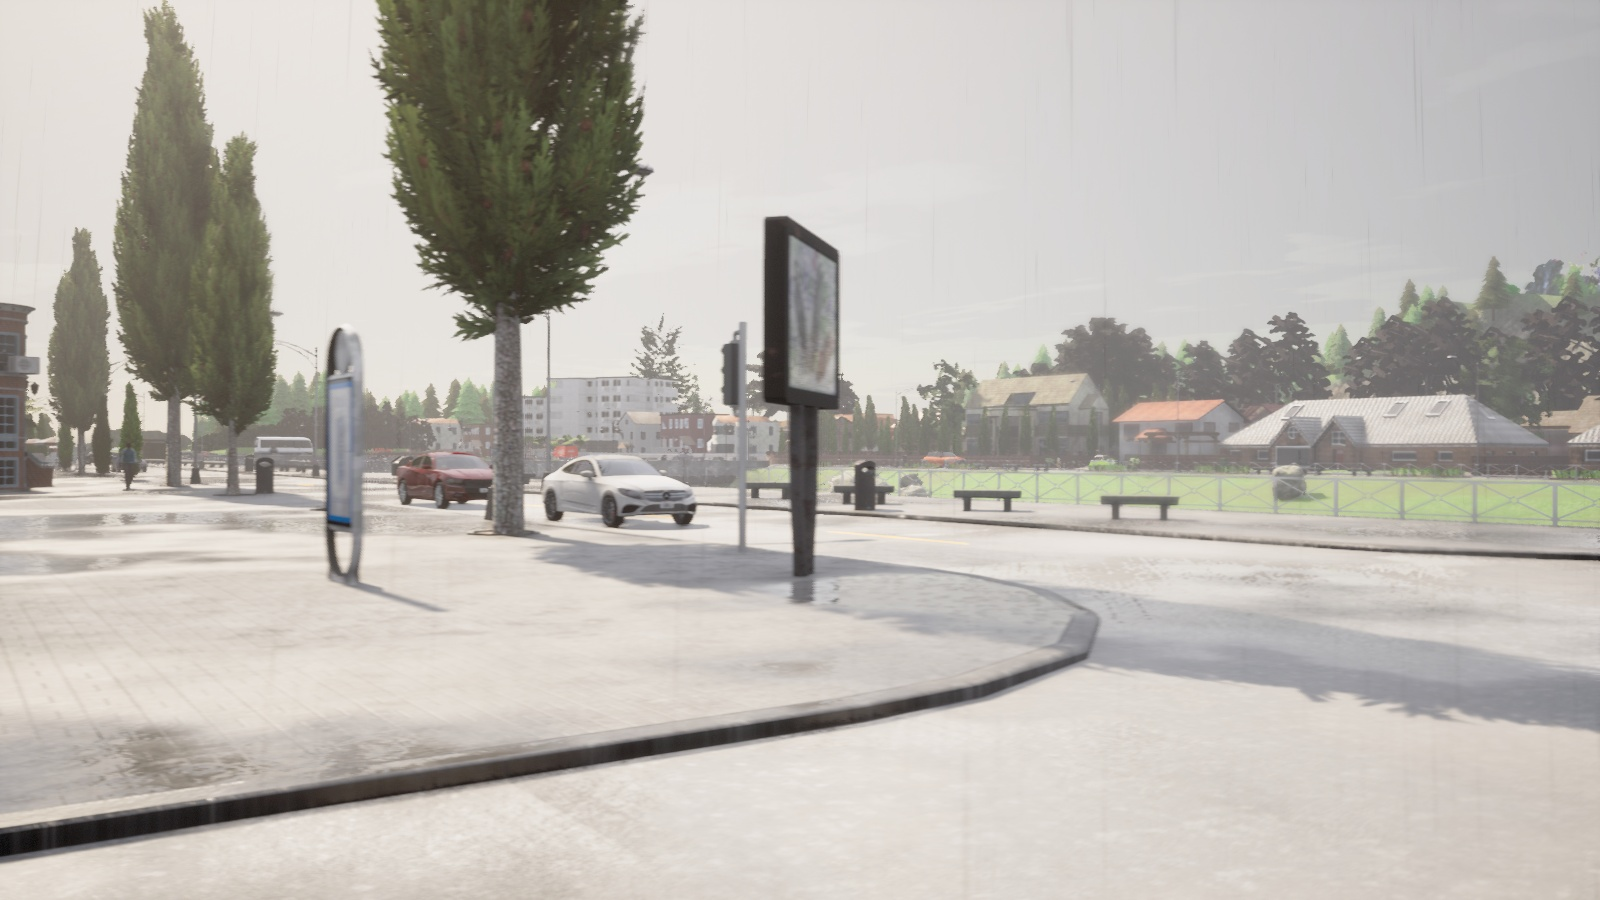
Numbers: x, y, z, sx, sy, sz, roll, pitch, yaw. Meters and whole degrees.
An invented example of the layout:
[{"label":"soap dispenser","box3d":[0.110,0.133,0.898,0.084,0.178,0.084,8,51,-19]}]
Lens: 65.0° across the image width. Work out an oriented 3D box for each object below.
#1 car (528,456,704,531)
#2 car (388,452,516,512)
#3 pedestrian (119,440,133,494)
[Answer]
[{"label":"car","box3d":[-4.017,0.845,26.714,1.812,1.442,4.674,0,0,-35]},{"label":"car","box3d":[-9.771,0.829,34.975,1.882,1.535,5.008,0,0,-35]},{"label":"pedestrian","box3d":[-24.502,0.613,45.653,0.396,1.930,0.692,0,0,-34]}]
